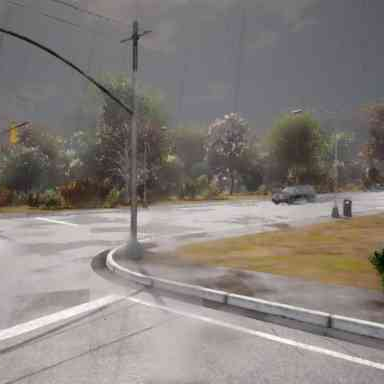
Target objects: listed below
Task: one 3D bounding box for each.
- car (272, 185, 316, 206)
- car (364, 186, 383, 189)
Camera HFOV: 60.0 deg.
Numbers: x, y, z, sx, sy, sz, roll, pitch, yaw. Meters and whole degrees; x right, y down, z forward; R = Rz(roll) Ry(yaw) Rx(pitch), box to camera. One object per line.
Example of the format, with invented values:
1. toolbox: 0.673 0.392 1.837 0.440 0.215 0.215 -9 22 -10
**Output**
1. car: 11.472 0.338 37.367 5.566 2.045 2.150 -4 3 -32
2. car: 25.082 -0.568 44.821 4.181 1.385 1.994 -4 2 -25
